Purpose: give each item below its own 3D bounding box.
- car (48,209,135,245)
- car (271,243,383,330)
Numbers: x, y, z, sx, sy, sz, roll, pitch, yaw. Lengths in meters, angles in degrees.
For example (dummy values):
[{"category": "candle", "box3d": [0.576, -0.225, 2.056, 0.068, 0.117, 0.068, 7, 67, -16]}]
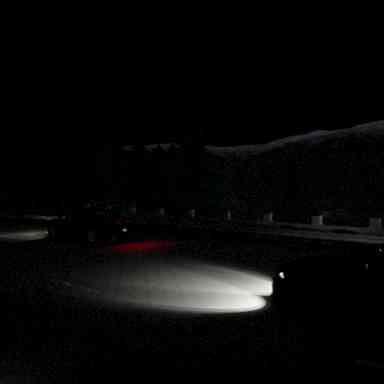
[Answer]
[{"category": "car", "box3d": [-5.000, 1.552, 16.176, 5.008, 1.535, 1.882, 0, 0, 36]}, {"category": "car", "box3d": [3.553, 1.567, 5.753, 4.181, 1.385, 1.994, 0, 0, 36]}]
